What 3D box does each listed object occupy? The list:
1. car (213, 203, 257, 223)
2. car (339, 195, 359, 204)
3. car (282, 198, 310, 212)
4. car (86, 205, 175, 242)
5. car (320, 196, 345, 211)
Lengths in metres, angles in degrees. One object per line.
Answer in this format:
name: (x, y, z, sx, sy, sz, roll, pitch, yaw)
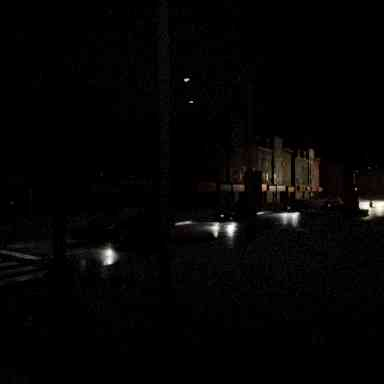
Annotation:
car: (3.308, 1.530, 25.413, 1.994, 1.385, 4.181, -1, 0, 35)
car: (22.358, 1.487, 47.101, 1.895, 1.301, 4.718, -1, 0, 36)
car: (11.616, 1.428, 36.963, 2.128, 1.511, 4.902, -1, 0, 36)
car: (-2.909, 1.464, 16.738, 1.882, 1.535, 5.008, -1, 0, 37)
car: (16.603, 1.470, 38.986, 1.994, 1.385, 4.181, -1, 0, 36)
